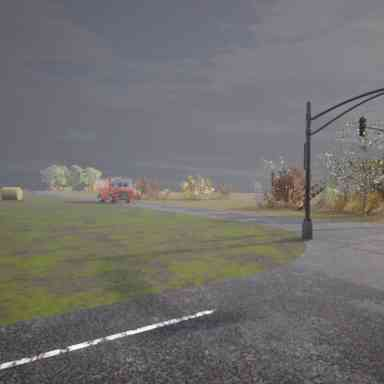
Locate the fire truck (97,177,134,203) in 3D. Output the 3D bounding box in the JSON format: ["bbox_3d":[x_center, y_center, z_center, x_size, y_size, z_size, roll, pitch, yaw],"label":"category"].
[{"bbox_3d":[-11.714,-0.356,50.067,2.891,3.827,8.468,1,0,-32],"label":"fire truck"}]
